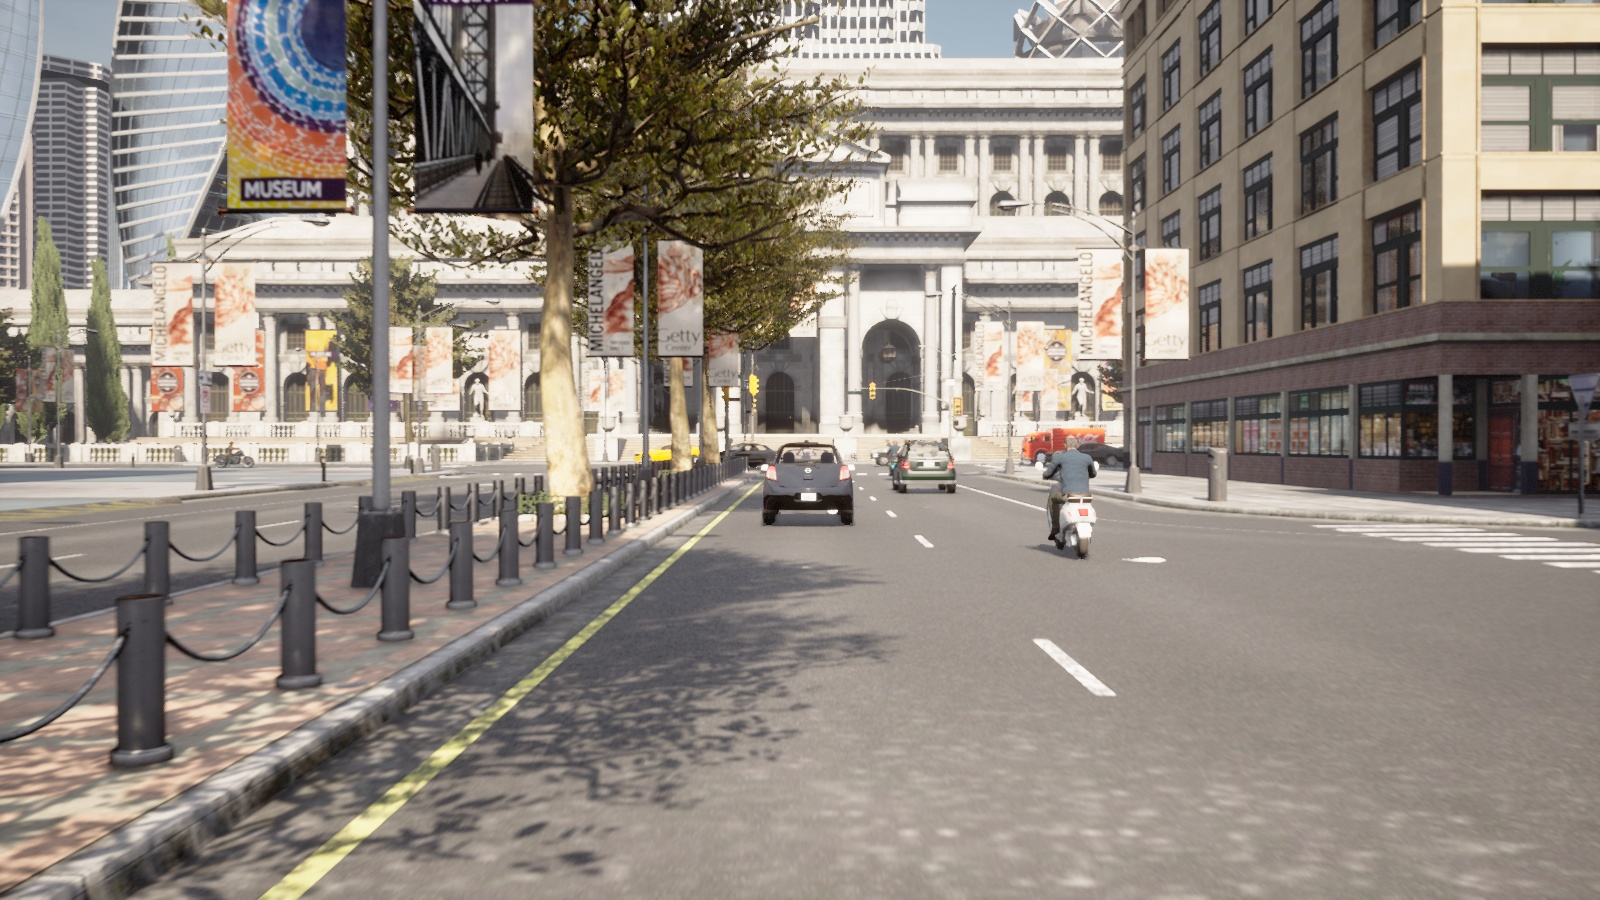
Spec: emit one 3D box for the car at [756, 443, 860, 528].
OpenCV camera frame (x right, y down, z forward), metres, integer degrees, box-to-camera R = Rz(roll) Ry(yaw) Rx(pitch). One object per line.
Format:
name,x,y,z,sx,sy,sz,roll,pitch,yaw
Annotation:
car,0.152,0.624,24.131,1.845,1.501,3.633,0,0,0

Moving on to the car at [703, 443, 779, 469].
car,-3.416,0.347,72.699,4.193,1.474,1.816,0,0,-42

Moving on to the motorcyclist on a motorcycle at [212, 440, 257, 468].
motorcyclist on a motorcycle,-34.062,0.243,75.601,2.350,1.649,0.766,0,0,0

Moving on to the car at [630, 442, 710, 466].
car,-8.491,0.253,82.357,5.008,1.535,1.882,0,0,1

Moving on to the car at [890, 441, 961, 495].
car,3.729,0.514,37.955,1.789,1.549,3.705,0,0,0

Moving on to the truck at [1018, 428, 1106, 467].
truck,17.100,-0.186,82.104,5.204,2.467,2.627,0,0,1

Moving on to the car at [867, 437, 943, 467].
car,6.564,0.125,78.710,4.605,1.855,1.932,0,0,1

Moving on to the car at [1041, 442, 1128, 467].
car,17.791,0.296,78.602,5.008,1.535,1.882,0,0,1

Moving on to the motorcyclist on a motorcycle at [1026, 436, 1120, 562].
motorcyclist on a motorcycle,3.610,0.608,16.756,0.866,1.590,1.817,0,0,0
